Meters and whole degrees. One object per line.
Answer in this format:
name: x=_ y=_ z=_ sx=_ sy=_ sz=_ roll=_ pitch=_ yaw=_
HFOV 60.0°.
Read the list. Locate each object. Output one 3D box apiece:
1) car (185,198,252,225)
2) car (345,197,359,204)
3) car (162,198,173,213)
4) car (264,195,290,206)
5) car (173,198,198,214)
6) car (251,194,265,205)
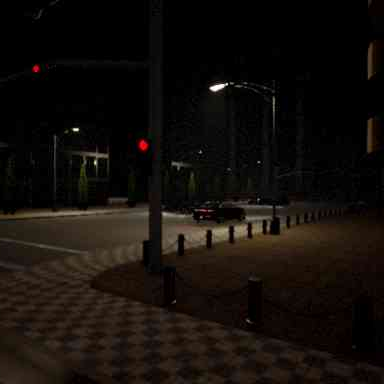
car: x=2.002 y=1.394 z=23.238 sx=2.128 sy=1.511 sz=4.902 roll=0 pitch=0 yaw=35
car: x=30.320 y=1.503 z=63.047 sx=1.895 sy=1.301 sz=4.718 roll=0 pitch=0 yaw=34
car: x=-1.892 y=1.393 z=36.013 sx=1.812 sy=1.442 sz=4.674 roll=0 pitch=0 yaw=35
car: x=13.563 y=1.426 z=51.458 sx=2.033 sy=1.411 sz=5.357 roll=0 pitch=0 yaw=36
car: x=0.666 y=1.356 z=33.595 sx=1.882 sy=1.535 sz=5.008 roll=0 pitch=0 yaw=36
car: x=10.770 y=1.220 z=53.566 sx=2.097 sy=1.767 sz=4.553 roll=0 pitch=0 yaw=36
